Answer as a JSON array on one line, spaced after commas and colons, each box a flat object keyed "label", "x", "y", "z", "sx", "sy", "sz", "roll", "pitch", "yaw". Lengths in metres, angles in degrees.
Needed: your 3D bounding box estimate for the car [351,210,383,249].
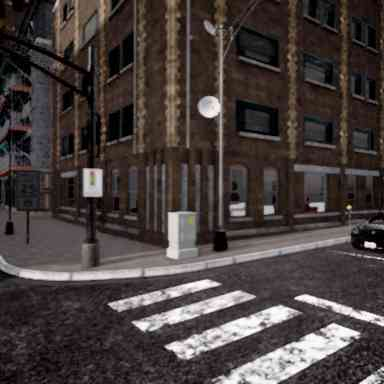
[{"label": "car", "x": 7.469, "y": 1.290, "z": 11.875, "sx": 4.313, "sy": 1.339, "sz": 1.947, "roll": -1, "pitch": 2, "yaw": -35}]
